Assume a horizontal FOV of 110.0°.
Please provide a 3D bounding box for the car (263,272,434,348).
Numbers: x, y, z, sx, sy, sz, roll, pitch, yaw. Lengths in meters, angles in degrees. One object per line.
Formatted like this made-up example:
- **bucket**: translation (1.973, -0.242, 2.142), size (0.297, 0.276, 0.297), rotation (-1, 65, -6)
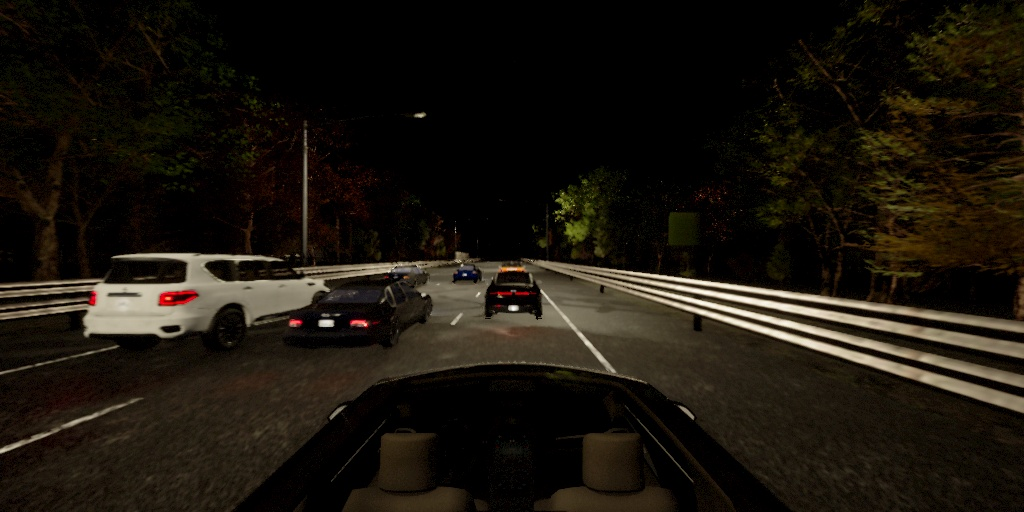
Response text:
- **car**: translation (-3.461, 1.314, 9.222), size (2.033, 1.411, 5.357), rotation (0, 0, 0)

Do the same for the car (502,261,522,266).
- **car**: translation (0.009, 1.155, 27.686), size (2.097, 1.767, 4.553), rotation (0, 0, 0)

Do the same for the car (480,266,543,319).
- **car**: translation (0.056, 1.280, 12.946), size (1.837, 1.490, 4.892), rotation (0, 0, 0)

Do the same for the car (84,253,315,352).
- **car**: translation (-6.961, 0.983, 9.191), size (2.150, 2.045, 5.566), rotation (0, -1, 2)

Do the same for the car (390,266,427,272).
- **car**: translation (-7.003, 1.345, 24.216), size (2.033, 1.411, 5.357), rotation (0, 0, 0)

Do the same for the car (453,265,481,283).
- **car**: translation (-3.490, 1.370, 28.671), size (1.994, 1.385, 4.181), rotation (0, 0, 0)
